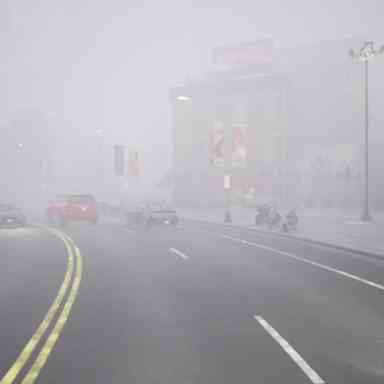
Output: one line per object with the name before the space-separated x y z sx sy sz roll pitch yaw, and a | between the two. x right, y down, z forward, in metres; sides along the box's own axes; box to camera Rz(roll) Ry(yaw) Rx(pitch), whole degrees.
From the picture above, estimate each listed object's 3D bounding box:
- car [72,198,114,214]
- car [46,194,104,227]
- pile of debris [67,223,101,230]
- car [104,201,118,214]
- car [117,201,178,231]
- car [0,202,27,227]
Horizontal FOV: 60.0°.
car | -10.377 1.371 34.613 4.674 1.452 2.002 0 0 41
car | -8.067 1.129 22.209 2.150 2.045 5.566 0 0 -35
pile of debris | -6.585 2.090 20.174 1.500 0.140 1.860 0 0 -33
car | -6.252 1.455 30.635 1.895 1.301 4.718 0 0 -39
car | -2.548 1.396 19.935 2.128 1.511 4.902 0 0 -29
car | -11.876 1.488 21.021 1.994 1.385 4.181 0 0 -39
